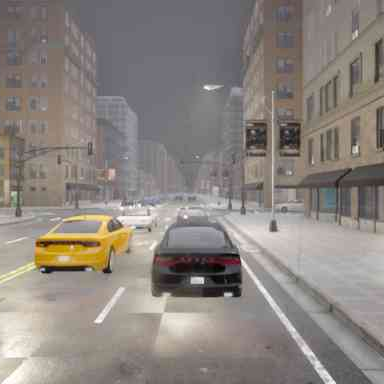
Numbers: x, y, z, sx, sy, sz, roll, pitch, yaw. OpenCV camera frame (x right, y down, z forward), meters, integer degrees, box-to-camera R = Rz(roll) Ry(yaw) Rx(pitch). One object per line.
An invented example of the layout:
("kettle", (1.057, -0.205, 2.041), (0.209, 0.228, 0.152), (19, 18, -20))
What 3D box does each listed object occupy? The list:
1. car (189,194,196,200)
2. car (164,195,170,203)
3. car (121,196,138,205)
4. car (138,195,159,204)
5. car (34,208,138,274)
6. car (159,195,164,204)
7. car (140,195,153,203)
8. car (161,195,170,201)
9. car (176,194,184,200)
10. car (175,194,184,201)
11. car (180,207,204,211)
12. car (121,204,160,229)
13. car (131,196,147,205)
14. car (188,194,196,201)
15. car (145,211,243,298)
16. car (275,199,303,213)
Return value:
("car", (0.022, 1.313, 91.177), (1.882, 1.535, 5.008), (0, 0, 0))
("car", (-6.483, 1.517, 70.166), (2.033, 1.411, 5.357), (0, 0, 0))
("car", (-9.832, 1.492, 52.201), (1.837, 1.490, 4.892), (0, 0, 0))
("car", (-6.573, 1.513, 50.533), (1.812, 1.442, 4.674), (0, 0, 0))
("car", (-3.149, 1.476, 10.610), (1.882, 1.535, 5.008), (0, 0, 0))
("car", (-6.561, 1.509, 59.635), (1.812, 1.442, 4.674), (0, 0, 0))
("car", (-9.732, 1.501, 71.618), (2.128, 1.511, 4.902), (0, 0, 0))
("car", (-6.480, 1.447, 80.792), (1.837, 1.490, 4.892), (0, 0, 0))
("car", (-3.228, 1.376, 91.178), (2.033, 1.411, 5.357), (0, 0, 0))
("car", (-3.230, 1.469, 80.758), (1.837, 1.490, 4.892), (0, 0, 0))
("car", (0.005, 1.544, 18.408), (2.033, 1.411, 5.357), (0, 0, 0))
("car", (-3.145, 1.598, 19.976), (1.895, 1.301, 4.718), (0, 0, 0))
("car", (-9.792, 1.474, 61.386), (2.128, 1.511, 4.902), (0, 0, 1))
("car", (0.020, 1.447, 80.757), (1.882, 1.535, 5.008), (0, 0, 0))
("car", (0.102, 1.477, 8.590), (1.882, 1.535, 5.008), (0, 0, 0))
("car", (11.729, 1.555, 37.396), (4.674, 1.442, 1.812), (0, 0, 0))
